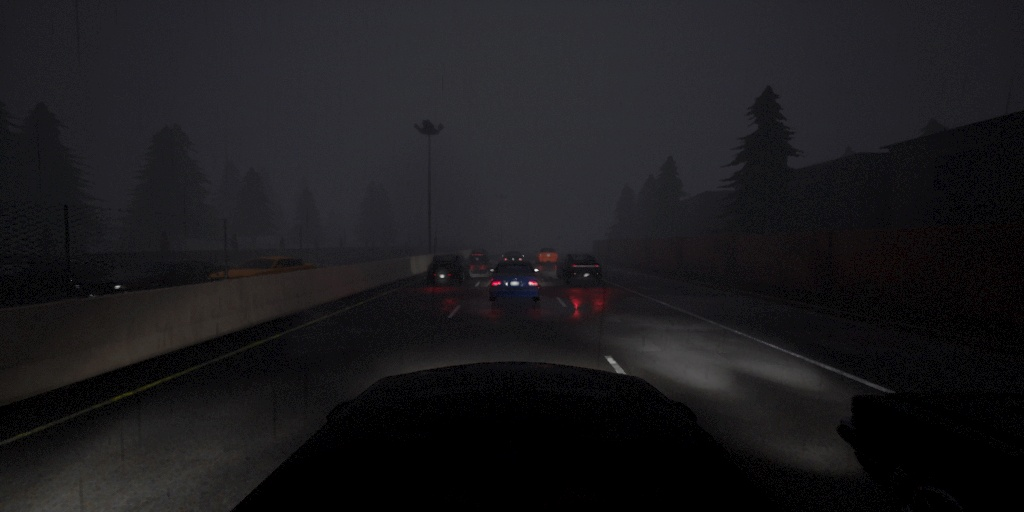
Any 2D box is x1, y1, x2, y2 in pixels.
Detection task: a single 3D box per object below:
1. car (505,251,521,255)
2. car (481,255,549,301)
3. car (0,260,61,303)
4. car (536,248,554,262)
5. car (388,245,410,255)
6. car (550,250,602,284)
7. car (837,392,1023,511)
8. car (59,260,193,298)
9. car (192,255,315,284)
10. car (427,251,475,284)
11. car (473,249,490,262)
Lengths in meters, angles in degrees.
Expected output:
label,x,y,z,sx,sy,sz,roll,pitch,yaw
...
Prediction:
label,x,y,z,sx,sy,sz,roll,pitch,yaw
car,0.094,0.262,32.511,2.033,1.411,5.357,0,2,0
car,0.097,0.873,14.329,2.033,1.411,5.357,0,2,0
car,-17.591,0.894,13.053,1.812,1.442,4.674,0,2,0
car,3.600,-0.102,37.533,2.097,1.767,4.553,0,2,0
car,-16.876,-0.858,53.688,1.812,1.442,4.674,0,2,6
car,3.597,0.636,19.724,2.128,1.511,4.902,0,2,0
car,3.600,1.382,0.753,1.895,1.301,4.718,0,2,0
car,-14.104,0.860,14.723,2.033,1.411,5.357,0,2,0
car,-10.603,0.761,15.579,1.882,1.535,5.008,0,2,0
car,-3.404,0.644,19.881,1.837,1.490,4.892,0,2,0
car,-3.399,0.028,37.816,2.128,1.511,4.902,0,2,0
